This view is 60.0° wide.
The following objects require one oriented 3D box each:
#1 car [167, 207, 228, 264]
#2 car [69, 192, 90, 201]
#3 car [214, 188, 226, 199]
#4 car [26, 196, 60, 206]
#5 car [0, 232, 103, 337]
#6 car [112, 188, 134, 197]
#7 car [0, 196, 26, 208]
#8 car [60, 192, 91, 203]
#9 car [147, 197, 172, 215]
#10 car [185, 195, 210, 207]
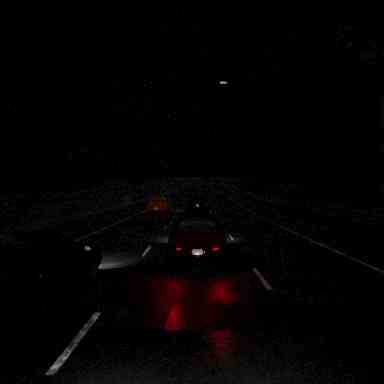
[{"bbox_3d":[0.176,1.477,11.508,1.812,1.442,4.674,0,0,1],"label":"car"},{"bbox_3d":[-19.553,0.738,58.003,1.895,1.301,4.718,0,2,3],"label":"car"},{"bbox_3d":[5.124,0.493,60.720,1.882,1.535,5.008,0,2,3],"label":"car"},{"bbox_3d":[-16.911,1.144,39.323,2.033,1.411,5.357,0,1,2],"label":"car"},{"bbox_3d":[-3.371,1.526,6.711,2.033,1.411,5.357,0,0,0],"label":"car"},{"bbox_3d":[-12.489,0.316,59.087,2.150,2.045,5.566,0,2,3],"label":"car"},{"bbox_3d":[-20.413,1.169,38.857,1.994,1.385,4.181,0,1,2],"label":"car"},{"bbox_3d":[-13.392,1.099,39.470,1.837,1.490,4.892,0,1,2],"label":"car"},{"bbox_3d":[-2.967,1.206,30.711,1.882,1.535,5.008,0,1,1],"label":"car"},{"bbox_3d":[0.493,1.103,29.023,2.097,1.767,4.553,0,1,1],"label":"car"}]
